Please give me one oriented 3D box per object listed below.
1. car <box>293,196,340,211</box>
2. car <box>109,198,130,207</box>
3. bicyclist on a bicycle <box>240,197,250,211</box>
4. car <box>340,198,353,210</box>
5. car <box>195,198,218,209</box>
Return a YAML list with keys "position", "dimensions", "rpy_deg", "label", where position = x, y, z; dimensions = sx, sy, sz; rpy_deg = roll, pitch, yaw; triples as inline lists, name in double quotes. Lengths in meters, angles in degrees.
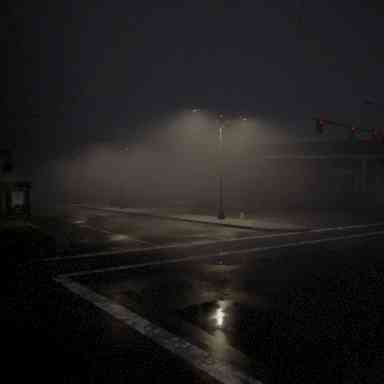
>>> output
- position: [13.850, 1.295, 38.107]
  dimensions: [2.242, 1.667, 4.611]
  rpy_deg: [0, 0, -35]
  label: "car"
- position: [-11.145, 1.564, 50.702]
  dimensions: [1.994, 1.385, 4.181]
  rpy_deg: [0, 0, -35]
  label: "car"
- position: [6.271, 1.430, 39.743]
  dimensions: [1.656, 1.620, 0.582]
  rpy_deg: [-6, -7, -37]
  label: "bicyclist on a bicycle"
- position: [18.112, 1.456, 42.034]
  dimensions: [1.970, 1.475, 3.806]
  rpy_deg: [0, 0, -35]
  label: "car"
- position: [2.025, 1.564, 45.720]
  dimensions: [1.994, 1.385, 4.181]
  rpy_deg: [0, 0, 25]
  label: "car"
